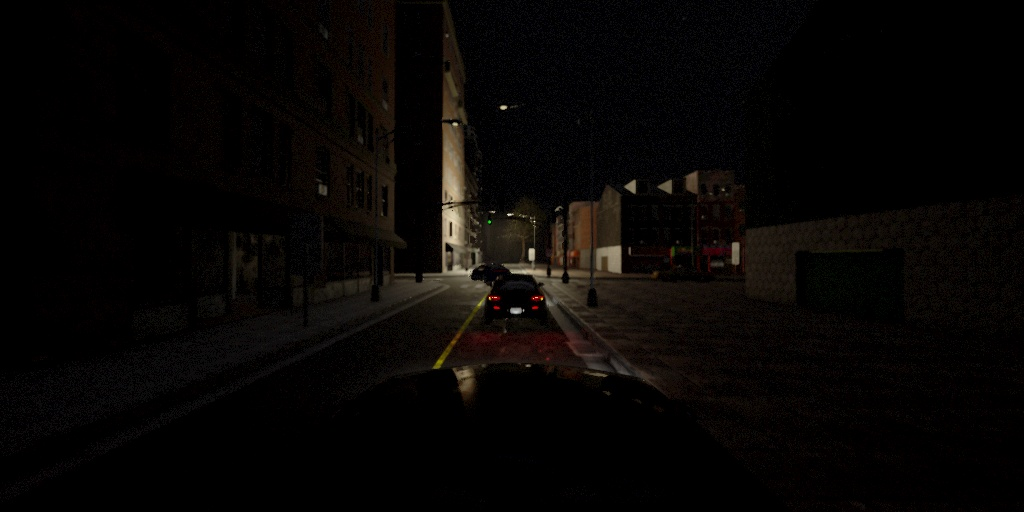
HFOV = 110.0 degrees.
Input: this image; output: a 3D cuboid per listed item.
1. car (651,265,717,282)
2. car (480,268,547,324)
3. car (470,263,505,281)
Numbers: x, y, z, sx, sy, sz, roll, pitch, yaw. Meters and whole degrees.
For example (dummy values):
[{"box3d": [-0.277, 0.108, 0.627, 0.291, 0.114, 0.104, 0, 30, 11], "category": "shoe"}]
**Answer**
[{"box3d": [13.903, 1.439, 29.056, 4.829, 1.417, 1.751, 0, 0, 0], "category": "car"}, {"box3d": [0.111, 1.315, 11.972, 1.812, 1.442, 4.674, 0, 0, 0], "category": "car"}, {"box3d": [-1.789, 1.313, 28.391, 1.882, 1.535, 5.008, 1, 0, -23], "category": "car"}]
